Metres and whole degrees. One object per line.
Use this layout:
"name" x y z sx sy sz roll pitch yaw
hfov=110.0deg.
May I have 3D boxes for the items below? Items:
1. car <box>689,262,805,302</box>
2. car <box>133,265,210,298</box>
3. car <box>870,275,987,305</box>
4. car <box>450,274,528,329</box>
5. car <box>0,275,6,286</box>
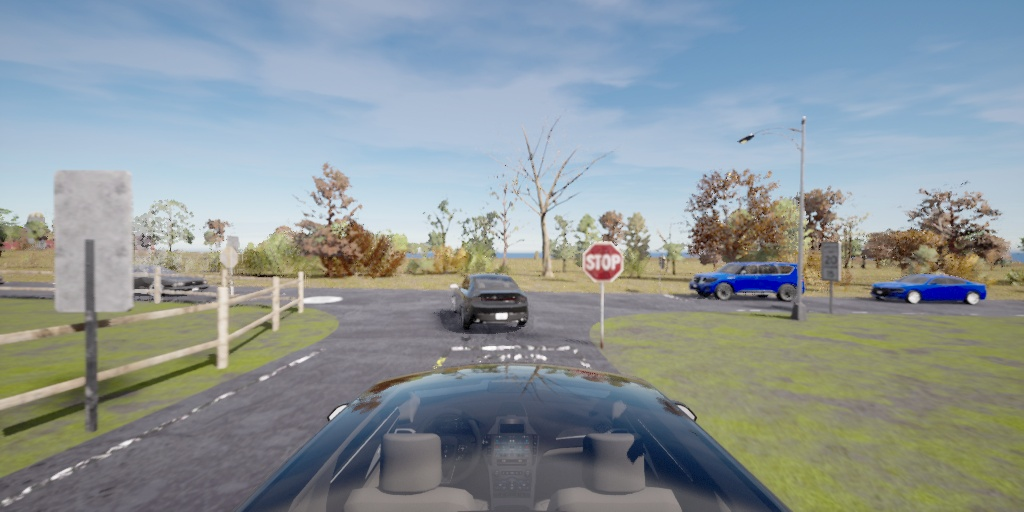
"car" 12.797 1.334 19.678 5.566 2.045 2.150 1 0 0
"car" -17.456 1.122 16.802 5.357 1.411 2.033 1 0 0
"car" 22.657 1.766 19.646 5.008 1.535 1.882 1 0 0
"car" -0.865 1.327 11.703 1.837 1.490 4.892 1 0 -14
"car" -27.524 0.931 16.824 5.357 1.411 2.033 1 0 0
